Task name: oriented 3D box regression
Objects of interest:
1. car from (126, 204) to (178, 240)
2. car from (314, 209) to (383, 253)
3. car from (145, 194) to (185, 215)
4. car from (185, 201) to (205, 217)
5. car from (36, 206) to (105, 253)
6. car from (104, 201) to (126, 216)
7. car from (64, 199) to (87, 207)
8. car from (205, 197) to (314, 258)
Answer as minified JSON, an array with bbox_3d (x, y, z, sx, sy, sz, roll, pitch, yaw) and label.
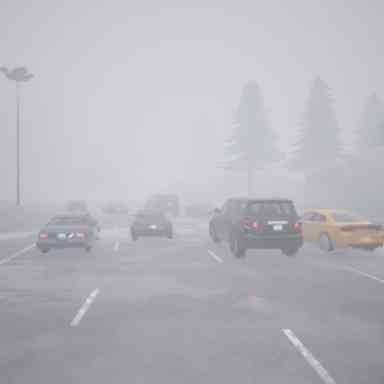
[{"bbox_3d":[-2.221,1.569,17.233,1.994,1.385,4.181,0,0,-13],"label":"car"},{"bbox_3d":[5.580,1.455,13.820,1.882,1.535,5.008,0,0,-9],"label":"car"},{"bbox_3d":[-2.889,1.226,31.142,2.150,2.045,5.566,0,0,-22],"label":"car"},{"bbox_3d":[0.735,1.555,31.289,1.994,1.385,4.181,0,0,-21],"label":"car"},{"bbox_3d":[-4.977,1.562,13.928,2.033,1.411,5.357,0,0,-11],"label":"car"},{"bbox_3d":[-7.874,1.585,33.704,1.994,1.385,4.181,0,0,-25],"label":"car"},{"bbox_3d":[-11.983,1.541,34.284,1.837,1.490,4.892,0,0,-26],"label":"car"},{"bbox_3d":[2.239,1.210,13.011,2.150,2.045,5.566,0,0,-9],"label":"car"}]
